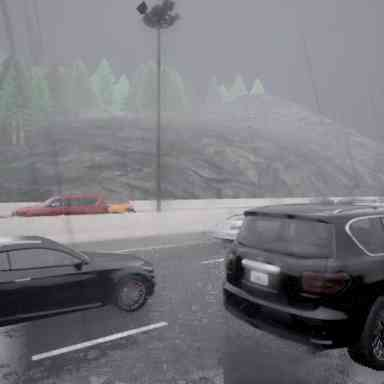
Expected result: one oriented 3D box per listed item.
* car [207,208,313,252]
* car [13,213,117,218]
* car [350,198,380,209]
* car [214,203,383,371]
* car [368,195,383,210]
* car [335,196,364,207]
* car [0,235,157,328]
[{"bbox_3d":[3.063,1.526,14.530,4.674,1.442,1.812,0,0,-36],"label":"car"},{"bbox_3d":[-7.745,1.221,19.965,5.566,2.045,2.150,0,0,-36],"label":"car"},{"bbox_3d":[24.715,1.602,47.389,4.718,1.301,1.895,0,0,-35],"label":"car"},{"bbox_3d":[3.069,1.222,5.936,5.566,2.045,2.150,0,0,-35],"label":"car"},{"bbox_3d":[25.227,1.354,43.460,4.553,1.767,2.097,0,0,-35],"label":"car"},{"bbox_3d":[24.360,1.479,51.420,5.008,1.535,1.882,0,0,-35],"label":"car"},{"bbox_3d":[-2.885,1.525,5.991,4.674,1.442,1.812,0,0,-35],"label":"car"}]
